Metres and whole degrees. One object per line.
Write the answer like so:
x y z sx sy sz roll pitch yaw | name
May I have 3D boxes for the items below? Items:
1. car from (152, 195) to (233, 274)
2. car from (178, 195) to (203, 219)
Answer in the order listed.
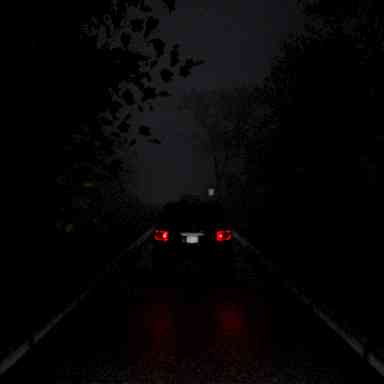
0.035 1.252 10.835 2.150 2.045 5.566 0 0 1 | car
-0.220 1.301 30.937 2.150 2.045 5.566 0 0 -2 | car
